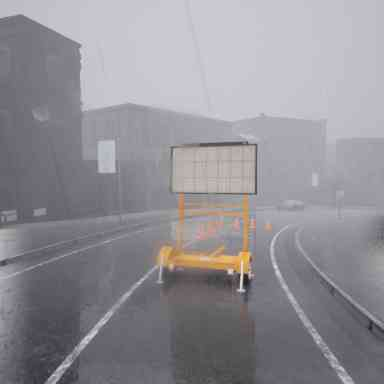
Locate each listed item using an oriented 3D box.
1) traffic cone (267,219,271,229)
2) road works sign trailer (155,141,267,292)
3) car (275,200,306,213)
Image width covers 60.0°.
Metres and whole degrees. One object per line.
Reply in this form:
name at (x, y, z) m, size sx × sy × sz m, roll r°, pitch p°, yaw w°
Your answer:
traffic cone at (4.833, 2.015, 21.040) m, size 0.340 × 0.580 × 0.340 m, roll 2°, pitch 0°, yaw 14°
road works sign trailer at (0.607, 0.457, 9.147) m, size 2.380 × 3.560 × 2.880 m, roll 1°, pitch 0°, yaw 18°
car at (11.585, 1.614, 38.636) m, size 1.812 × 1.442 × 4.674 m, roll 4°, pitch 2°, yaw 45°
